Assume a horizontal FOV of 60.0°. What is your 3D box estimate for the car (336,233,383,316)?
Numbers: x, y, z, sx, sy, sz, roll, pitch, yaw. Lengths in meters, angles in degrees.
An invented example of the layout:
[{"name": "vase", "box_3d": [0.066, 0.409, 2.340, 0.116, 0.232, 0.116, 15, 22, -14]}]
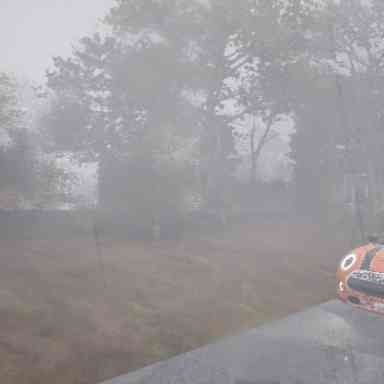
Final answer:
[{"name": "car", "box_3d": [4.947, 1.334, 6.859, 4.553, 1.767, 2.097, 0, 0, -38]}]
